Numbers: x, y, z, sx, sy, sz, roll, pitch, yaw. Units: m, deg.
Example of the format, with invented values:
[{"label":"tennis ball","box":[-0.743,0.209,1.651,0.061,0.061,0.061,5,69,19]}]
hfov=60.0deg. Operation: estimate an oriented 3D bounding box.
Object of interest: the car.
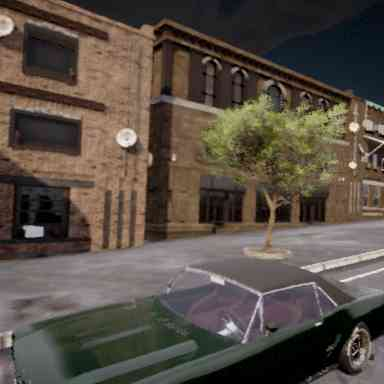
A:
[{"label":"car","box":[0.408,1.587,3.979,4.718,1.301,1.895,0,0,-36]}]
